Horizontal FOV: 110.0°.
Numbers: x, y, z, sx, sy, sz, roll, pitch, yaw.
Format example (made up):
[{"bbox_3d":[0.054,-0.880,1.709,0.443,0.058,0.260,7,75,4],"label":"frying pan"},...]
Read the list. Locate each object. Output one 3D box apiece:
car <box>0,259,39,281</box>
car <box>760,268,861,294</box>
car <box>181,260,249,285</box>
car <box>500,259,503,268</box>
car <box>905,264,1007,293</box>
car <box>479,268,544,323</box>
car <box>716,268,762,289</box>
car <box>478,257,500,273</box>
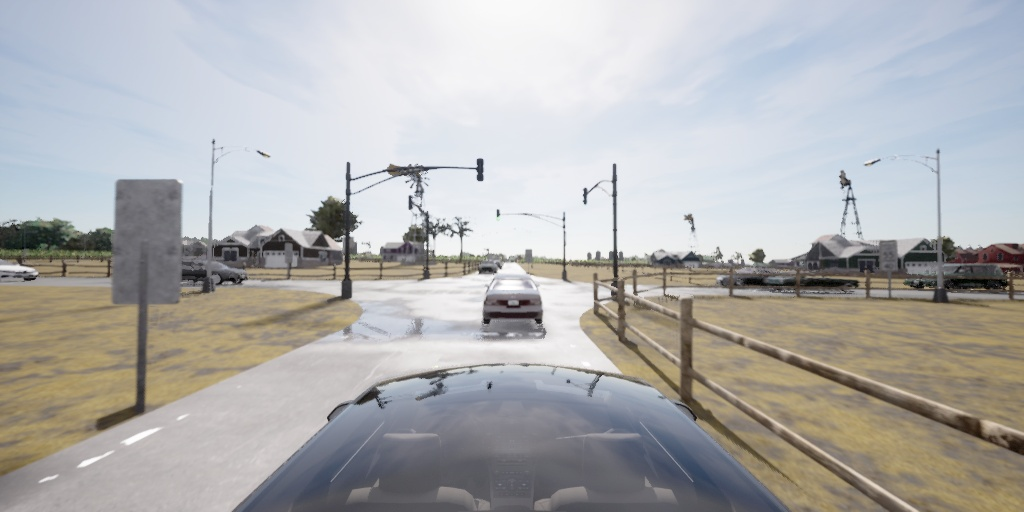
[{"bbox_3d":[-32.673,0.879,22.375,4.674,1.442,1.812,1,-2,0],"label":"car"},{"bbox_3d":[18.647,1.623,22.368,4.718,1.301,1.895,1,-2,1],"label":"car"},{"bbox_3d":[-19.179,1.012,22.353,4.892,1.490,1.837,1,-2,0],"label":"car"},{"bbox_3d":[-2.807,1.185,58.621,2.150,2.045,5.566,0,-1,1],"label":"car"},{"bbox_3d":[32.064,1.567,25.979,5.566,2.045,2.150,1,-2,0],"label":"car"},{"bbox_3d":[0.013,1.310,12.183,2.033,1.411,5.357,0,0,0],"label":"car"},{"bbox_3d":[17.421,1.593,26.007,4.902,1.511,2.128,1,-2,-2],"label":"car"},{"bbox_3d":[-2.851,1.226,43.442,2.097,1.767,4.553,0,0,0],"label":"car"}]
